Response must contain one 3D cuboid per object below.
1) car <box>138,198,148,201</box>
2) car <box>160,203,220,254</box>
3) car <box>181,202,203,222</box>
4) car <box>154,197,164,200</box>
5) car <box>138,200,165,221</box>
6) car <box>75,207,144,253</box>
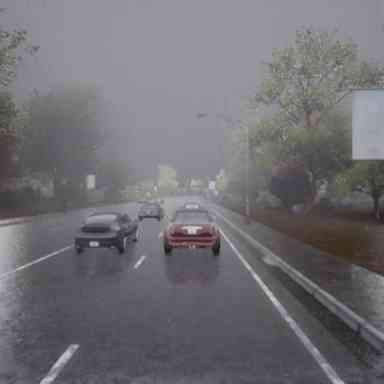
[{"bbox_3d":[-10.487,1.904,71.720,1.994,1.385,4.181,0,0,0],"label":"car"},{"bbox_3d":[0.006,1.456,14.100,2.097,1.767,4.553,0,-1,0],"label":"car"},{"bbox_3d":[0.012,1.704,29.414,1.812,1.442,4.674,0,0,0],"label":"car"},{"bbox_3d":[-6.987,1.876,71.720,2.128,1.511,4.902,0,0,0],"label":"car"},{"bbox_3d":[-3.493,1.724,29.007,2.033,1.411,5.357,0,0,0],"label":"car"},{"bbox_3d":[-3.492,1.615,14.314,1.837,1.490,4.892,0,0,0],"label":"car"}]
